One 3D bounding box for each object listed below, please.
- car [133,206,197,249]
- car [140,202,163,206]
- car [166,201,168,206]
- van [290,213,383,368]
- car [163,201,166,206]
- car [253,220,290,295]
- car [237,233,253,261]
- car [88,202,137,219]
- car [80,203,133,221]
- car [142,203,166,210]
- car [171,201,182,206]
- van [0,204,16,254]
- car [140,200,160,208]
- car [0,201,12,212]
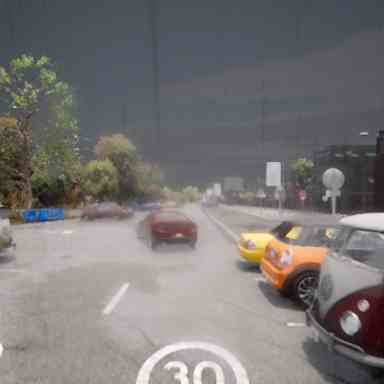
[{"bbox_3d":[-1.298,1.605,15.462,1.882,1.535,5.008,1,-1,-18],"label":"car"},{"bbox_3d":[-7.968,2.755,59.273,4.674,1.452,2.002,0,-2,1],"label":"car"},{"bbox_3d":[-7.903,2.893,65.821,5.008,1.535,2.097,0,-2,1],"label":"car"},{"bbox_3d":[3.817,1.271,4.359,4.442,1.987,1.878,0,0,0],"label":"van"},{"bbox_3d":[-7.929,2.805,62.549,4.892,1.521,2.231,0,-2,1],"label":"car"},{"bbox_3d":[3.909,1.389,7.395,4.553,1.767,2.185,0,-1,0],"label":"car"},{"bbox_3d":[4.132,1.541,10.311,5.366,1.575,1.946,0,-1,0],"label":"car"},{"bbox_3d":[-8.275,1.929,34.952,4.553,1.767,2.185,0,-2,0],"label":"car"},{"bbox_3d":[-8.238,2.010,31.779,4.674,1.452,2.002,0,-2,0],"label":"car"},{"bbox_3d":[-7.860,3.018,68.967,4.674,1.452,2.002,0,-2,1],"label":"car"},{"bbox_3d":[-2.768,2.847,69.785,1.994,1.385,4.181,0,-2,1],"label":"car"},{"bbox_3d":[-8.202,1.323,10.992,4.442,1.987,1.878,0,-1,0],"label":"van"},{"bbox_3d":[-10.320,3.050,81.753,4.553,1.767,2.097,1,1,11],"label":"car"},{"bbox_3d":[-28.310,2.009,46.782,4.892,1.490,1.837,1,1,0],"label":"car"}]
